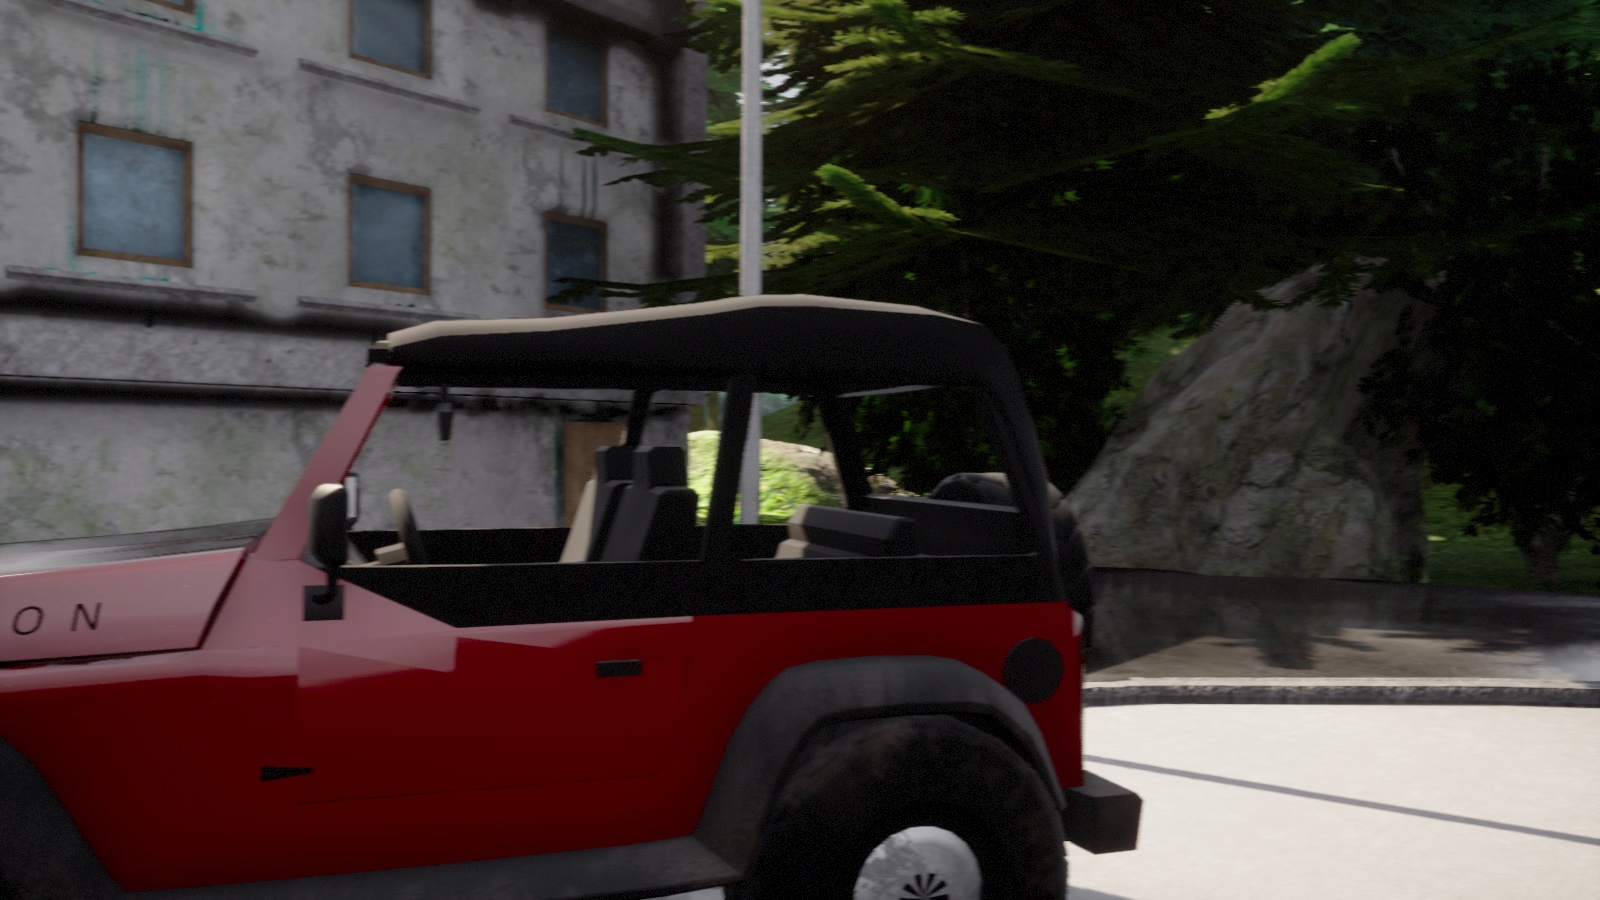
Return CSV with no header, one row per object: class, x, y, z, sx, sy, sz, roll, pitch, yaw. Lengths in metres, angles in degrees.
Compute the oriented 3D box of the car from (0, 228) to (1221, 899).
car,-1.058,0.526,3.494,3.866,1.878,1.905,0,0,-19
